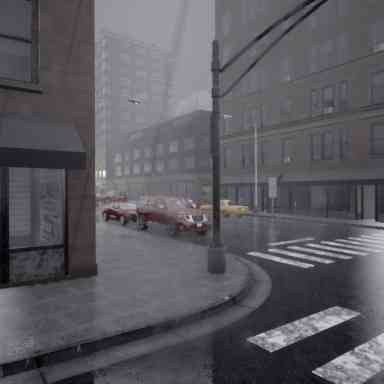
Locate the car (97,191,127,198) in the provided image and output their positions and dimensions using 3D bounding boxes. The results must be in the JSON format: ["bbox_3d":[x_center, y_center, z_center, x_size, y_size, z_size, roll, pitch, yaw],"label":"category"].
[{"bbox_3d":[-10.280,0.717,44.304,2.192,1.841,5.009,1,0,-36],"label":"car"}]

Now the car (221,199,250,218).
[{"bbox_3d":[2.466,1.222,26.674,1.752,1.417,4.829,1,0,-36],"label":"car"}]

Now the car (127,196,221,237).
[{"bbox_3d":[-1.132,1.138,17.106,2.192,1.841,5.009,1,0,-36],"label":"car"}]

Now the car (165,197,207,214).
[{"bbox_3d":[-0.647,1.204,30.978,1.802,1.307,4.206,1,0,-36],"label":"car"}]

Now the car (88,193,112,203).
[{"bbox_3d":[-13.495,0.883,48.748,2.008,1.369,4.403,1,0,-36],"label":"car"}]

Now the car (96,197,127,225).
[{"bbox_3d":[-4.348,1.288,21.548,1.887,1.381,4.507,1,0,-36],"label":"car"}]
